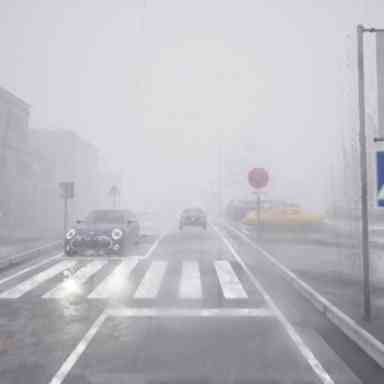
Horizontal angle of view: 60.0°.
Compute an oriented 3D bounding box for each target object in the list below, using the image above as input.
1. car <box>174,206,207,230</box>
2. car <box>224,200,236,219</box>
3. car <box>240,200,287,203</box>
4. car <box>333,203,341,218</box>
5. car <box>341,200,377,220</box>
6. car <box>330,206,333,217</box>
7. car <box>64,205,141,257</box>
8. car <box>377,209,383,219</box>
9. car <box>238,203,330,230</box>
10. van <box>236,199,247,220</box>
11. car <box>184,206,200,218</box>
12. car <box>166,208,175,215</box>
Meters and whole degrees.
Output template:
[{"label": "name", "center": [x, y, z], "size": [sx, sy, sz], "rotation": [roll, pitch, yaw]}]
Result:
[{"label": "car", "center": [0.078, 1.812, 23.387], "size": [2.033, 1.411, 5.357], "rotation": [0, -1, 0]}, {"label": "car", "center": [6.210, 1.805, 34.668], "size": [5.566, 2.045, 2.435], "rotation": [0, -2, -1]}, {"label": "car", "center": [6.291, 1.664, 25.439], "size": [4.553, 1.767, 2.185], "rotation": [0, -1, 0]}, {"label": "car", "center": [18.428, 2.104, 35.924], "size": [4.892, 1.521, 2.231], "rotation": [0, -2, -1]}, {"label": "car", "center": [18.440, 1.756, 33.141], "size": [5.566, 2.045, 2.435], "rotation": [0, -2, -1]}, {"label": "car", "center": [18.373, 1.947, 38.600], "size": [5.566, 2.045, 2.435], "rotation": [0, -2, -1]}, {"label": "car", "center": [-3.359, 1.438, 13.219], "size": [2.097, 1.767, 4.553], "rotation": [0, -1, 0]}, {"label": "car", "center": [18.699, 1.840, 27.421], "size": [5.366, 1.575, 1.946], "rotation": [0, -2, 0]}, {"label": "car", "center": [6.098, 1.720, 22.517], "size": [5.366, 1.575, 1.946], "rotation": [0, -1, 0]}, {"label": "van", "center": [6.352, 1.645, 28.478], "size": [4.442, 1.987, 1.878], "rotation": [0, -2, 0]}, {"label": "car", "center": [0.014, 2.480, 42.215], "size": [1.994, 1.385, 4.181], "rotation": [0, -3, 0]}, {"label": "car", "center": [-3.383, 3.312, 56.074], "size": [1.895, 1.301, 4.718], "rotation": [0, -3, 0]}]
